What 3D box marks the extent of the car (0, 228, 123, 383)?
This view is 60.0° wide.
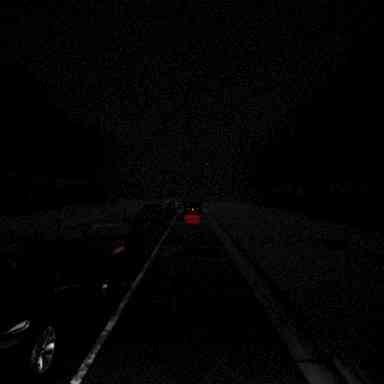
[{"bbox_3d":[-2.628,1.562,5.512,1.947,1.339,4.313,1,0,0],"label":"car"}]

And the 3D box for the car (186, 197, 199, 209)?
[{"bbox_3d":[0.089,1.498,47.615,1.837,1.490,4.892,0,0,0],"label":"car"}]

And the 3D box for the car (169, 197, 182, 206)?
[{"bbox_3d":[-2.643,1.589,55.368,1.947,1.339,4.313,1,0,0],"label":"car"}]

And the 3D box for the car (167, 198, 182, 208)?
[{"bbox_3d":[-2.641,1.551,49.827,2.008,1.369,4.403,1,0,0],"label":"car"}]

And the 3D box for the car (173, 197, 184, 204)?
[{"bbox_3d":[-2.645,1.620,66.450,2.008,1.369,4.403,1,0,0],"label":"car"}]

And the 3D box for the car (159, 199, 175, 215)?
[{"bbox_3d":[-2.634,1.538,27.670,1.802,1.307,4.206,1,0,0],"label":"car"}]

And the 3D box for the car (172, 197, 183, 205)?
[{"bbox_3d":[-2.644,1.591,60.908,1.887,1.381,4.507,1,0,0],"label":"car"}]

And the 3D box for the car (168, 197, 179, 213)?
[{"bbox_3d":[-2.634,1.399,33.209,1.967,1.590,4.097,1,0,0],"label":"car"}]

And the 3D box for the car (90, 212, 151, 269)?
[{"bbox_3d":[-2.627,1.564,11.052,1.802,1.307,4.206,1,0,0],"label":"car"}]

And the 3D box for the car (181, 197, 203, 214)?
[{"bbox_3d":[0.090,1.467,35.137,1.837,1.490,4.892,0,0,0],"label":"car"}]

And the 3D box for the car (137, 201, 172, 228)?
[{"bbox_3d":[-2.631,1.525,22.130,1.947,1.339,4.313,1,0,0],"label":"car"}]
